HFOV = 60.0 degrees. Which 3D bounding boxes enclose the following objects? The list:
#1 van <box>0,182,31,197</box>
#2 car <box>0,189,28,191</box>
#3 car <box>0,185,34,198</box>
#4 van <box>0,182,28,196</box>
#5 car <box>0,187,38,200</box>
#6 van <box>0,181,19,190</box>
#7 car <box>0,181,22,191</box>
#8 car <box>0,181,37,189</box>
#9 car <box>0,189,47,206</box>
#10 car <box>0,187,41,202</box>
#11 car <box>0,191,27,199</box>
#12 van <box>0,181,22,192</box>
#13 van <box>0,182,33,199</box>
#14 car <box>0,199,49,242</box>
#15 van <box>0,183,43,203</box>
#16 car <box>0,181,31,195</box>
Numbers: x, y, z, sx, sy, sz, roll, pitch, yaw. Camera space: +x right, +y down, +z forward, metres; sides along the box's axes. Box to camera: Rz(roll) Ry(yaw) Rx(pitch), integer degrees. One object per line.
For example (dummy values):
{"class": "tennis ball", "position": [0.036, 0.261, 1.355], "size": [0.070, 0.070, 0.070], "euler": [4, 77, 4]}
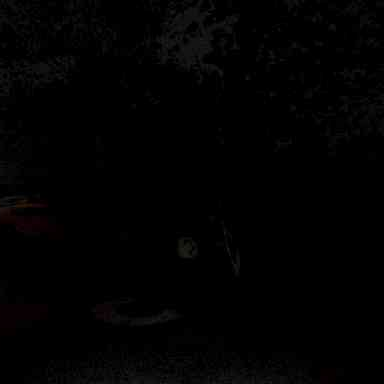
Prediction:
{"class": "van", "position": [-24.943, -0.383, 46.274], "size": [4.442, 1.987, 1.878], "euler": [1, 1, -30]}
{"class": "car", "position": [-12.636, 0.816, 24.633], "size": [5.366, 1.575, 1.946], "euler": [1, 2, -30]}
{"class": "car", "position": [-23.648, -0.065, 43.833], "size": [5.008, 1.535, 2.097], "euler": [1, 1, -30]}
{"class": "van", "position": [-26.543, -0.481, 48.545], "size": [4.442, 1.987, 1.878], "euler": [1, 1, -30]}
{"class": "car", "position": [-20.834, 0.162, 39.069], "size": [4.792, 1.488, 2.163], "euler": [1, 2, -30]}
{"class": "van", "position": [-40.388, -1.423, 72.667], "size": [4.442, 1.987, 1.878], "euler": [1, 1, -30]}
{"class": "car", "position": [-39.114, -1.357, 70.203], "size": [5.566, 2.045, 2.435], "euler": [1, 1, -30]}
{"class": "car", "position": [-15.237, 0.335, 29.511], "size": [5.566, 2.045, 2.435], "euler": [1, 2, -30]}
{"class": "car", "position": [-16.693, 0.496, 31.878], "size": [4.792, 1.488, 2.163], "euler": [1, 2, -30]}
{"class": "car", "position": [-19.502, 0.264, 36.793], "size": [4.792, 1.488, 2.163], "euler": [1, 2, -30]}
{"class": "car", "position": [-8.315, 1.046, 17.679], "size": [4.553, 1.767, 2.185], "euler": [1, 2, -30]}
{"class": "van", "position": [-34.795, -1.046, 63.109], "size": [4.442, 1.987, 1.878], "euler": [1, 1, -30]}
{"class": "van", "position": [-22.333, -0.195, 41.368], "size": [4.442, 1.987, 1.878], "euler": [1, 2, -31]}
{"class": "car", "position": [-6.952, 1.289, 15.275], "size": [5.008, 1.535, 2.097], "euler": [1, 2, -30]}
{"class": "van", "position": [-18.019, 0.122, 34.440], "size": [4.442, 1.987, 1.878], "euler": [1, 2, -30]}
{"class": "car", "position": [-27.864, -0.599, 50.978], "size": [5.566, 2.045, 2.435], "euler": [1, 1, -30]}
